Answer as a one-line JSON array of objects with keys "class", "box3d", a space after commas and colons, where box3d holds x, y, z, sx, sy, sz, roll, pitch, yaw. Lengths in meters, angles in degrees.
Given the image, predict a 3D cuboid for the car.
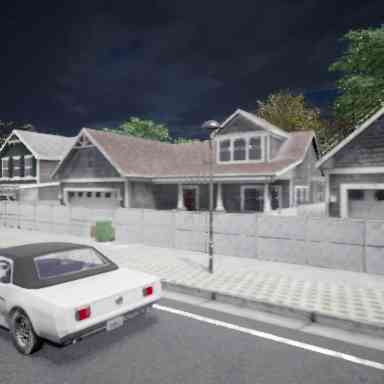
[{"class": "car", "box3d": [-2.907, 1.589, 6.072, 4.718, 1.301, 1.895, 0, 0, 36]}]
